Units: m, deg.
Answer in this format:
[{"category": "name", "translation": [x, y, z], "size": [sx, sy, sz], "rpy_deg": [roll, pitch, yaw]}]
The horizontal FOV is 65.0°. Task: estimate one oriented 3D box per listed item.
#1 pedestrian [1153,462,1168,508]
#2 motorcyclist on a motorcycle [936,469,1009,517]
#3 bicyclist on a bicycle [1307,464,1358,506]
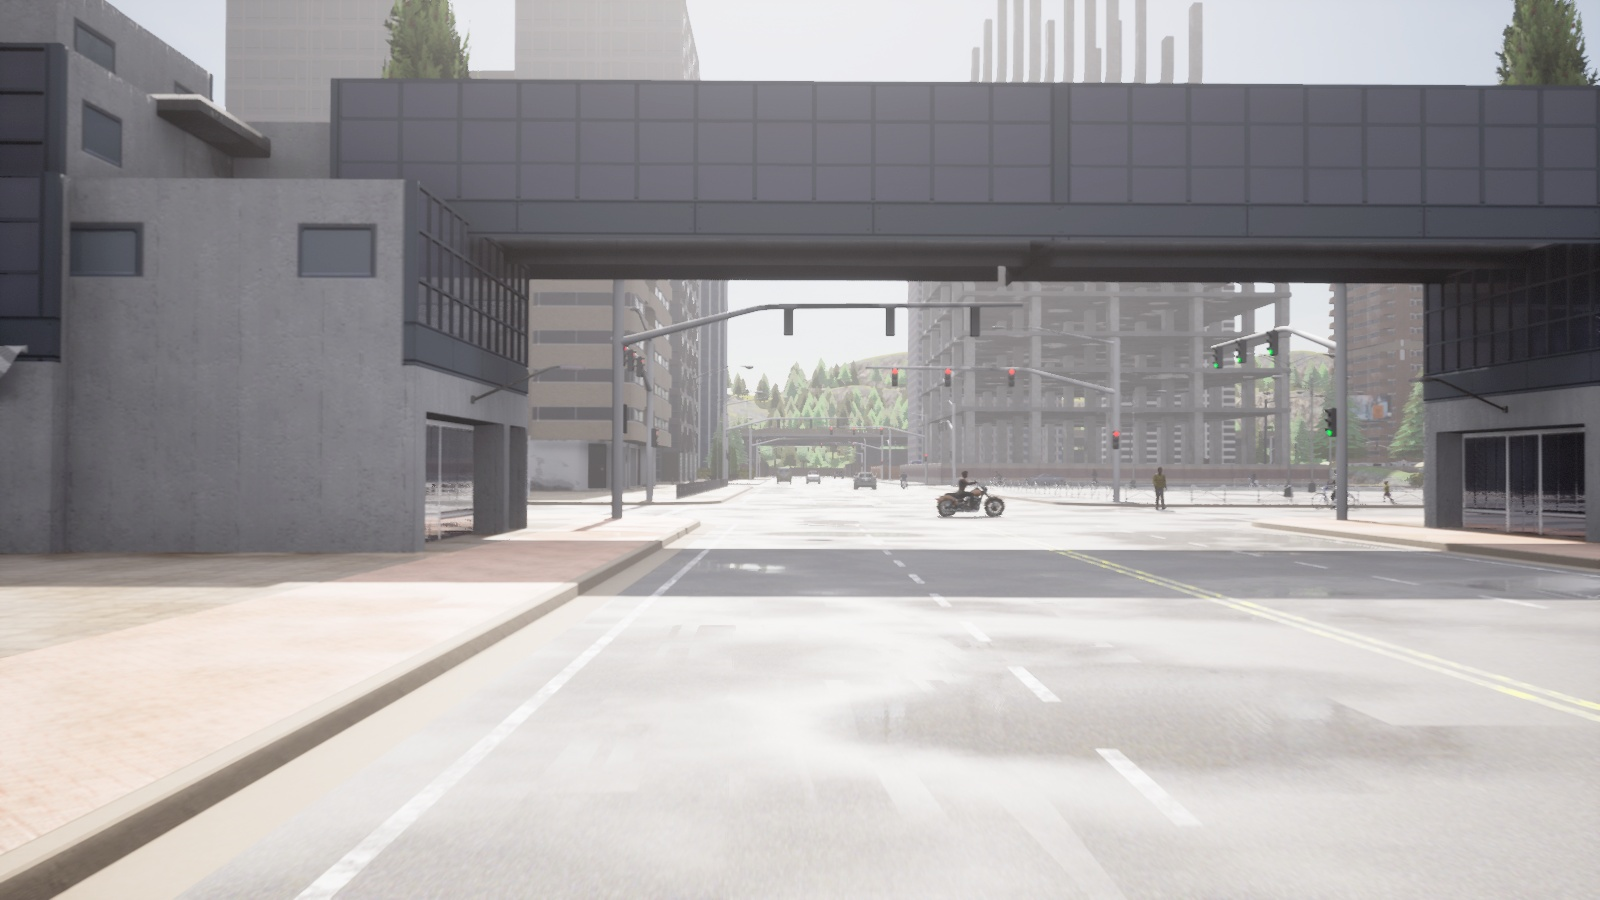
[{"category": "pedestrian", "translation": [14.660, 1.412, 51.087], "size": [0.431, 1.840, 0.709], "rpy_deg": [0, -1, 1]}, {"category": "motorcyclist on a motorcycle", "translation": [5.883, 1.459, 42.880], "size": [2.350, 1.649, 0.766], "rpy_deg": [0, -1, -1]}, {"category": "bicyclist on a bicycle", "translation": [22.682, 1.490, 53.503], "size": [1.843, 1.776, 0.659], "rpy_deg": [0, -1, 0]}]
